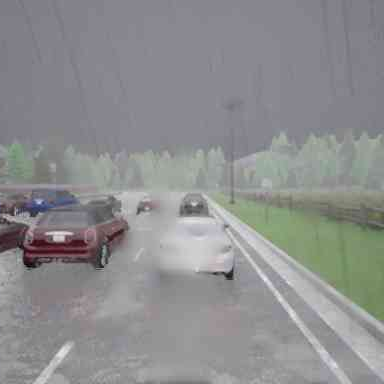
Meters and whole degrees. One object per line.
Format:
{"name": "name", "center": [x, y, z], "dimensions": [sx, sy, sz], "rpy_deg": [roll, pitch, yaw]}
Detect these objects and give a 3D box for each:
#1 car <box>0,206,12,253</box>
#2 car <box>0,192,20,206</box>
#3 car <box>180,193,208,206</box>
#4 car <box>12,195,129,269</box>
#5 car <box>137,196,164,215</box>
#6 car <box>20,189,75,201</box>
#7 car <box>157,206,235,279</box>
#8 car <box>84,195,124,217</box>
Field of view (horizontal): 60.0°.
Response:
{"name": "car", "center": [-6.890, 1.370, 10.683], "dimensions": [1.994, 1.385, 4.181], "rpy_deg": [0, 1, 0]}
{"name": "car", "center": [-13.850, 0.886, 25.898], "dimensions": [2.097, 1.767, 4.553], "rpy_deg": [0, 1, 0]}
{"name": "car", "center": [0.150, 0.887, 25.859], "dimensions": [2.097, 1.767, 4.553], "rpy_deg": [0, 1, 0]}
{"name": "car", "center": [-3.389, 1.160, 10.624], "dimensions": [2.097, 1.767, 4.553], "rpy_deg": [0, 1, 0]}
{"name": "car", "center": [-3.342, 1.038, 27.136], "dimensions": [1.812, 1.442, 4.674], "rpy_deg": [0, 1, 0]}
{"name": "car", "center": [-10.350, 0.767, 25.205], "dimensions": [2.150, 2.045, 5.566], "rpy_deg": [0, 1, 0]}
{"name": "car", "center": [0.102, 1.355, 9.377], "dimensions": [1.812, 1.442, 4.674], "rpy_deg": [0, 1, 0]}
{"name": "car", "center": [-6.847, 1.029, 26.417], "dimensions": [1.837, 1.490, 4.892], "rpy_deg": [0, 1, 0]}
